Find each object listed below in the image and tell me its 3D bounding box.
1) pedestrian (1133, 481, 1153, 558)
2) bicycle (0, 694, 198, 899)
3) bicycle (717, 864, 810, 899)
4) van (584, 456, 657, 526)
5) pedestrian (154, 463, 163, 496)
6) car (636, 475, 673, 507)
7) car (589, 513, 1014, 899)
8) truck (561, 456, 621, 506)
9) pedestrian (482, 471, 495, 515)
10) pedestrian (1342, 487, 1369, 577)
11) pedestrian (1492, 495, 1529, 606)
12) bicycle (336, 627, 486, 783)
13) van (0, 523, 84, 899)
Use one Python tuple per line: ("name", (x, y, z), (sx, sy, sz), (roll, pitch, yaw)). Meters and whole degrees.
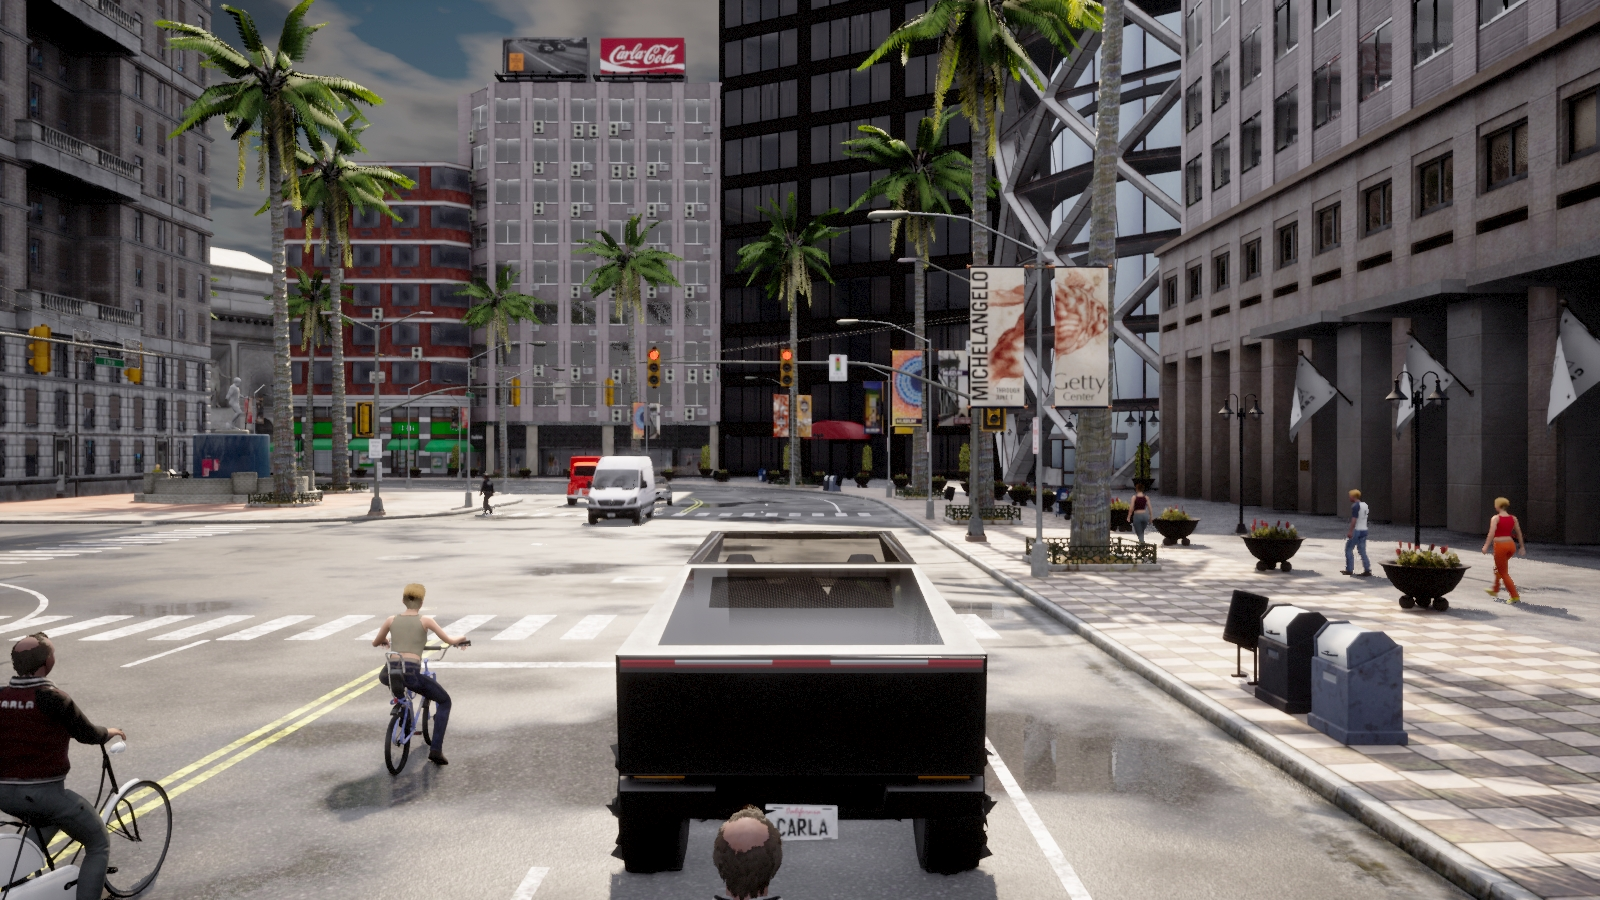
("pedestrian", (8.401, 1.698, 27.983), (0.375, 1.860, 0.375), (0, 0, -1))
("bicycle", (-4.243, 2.210, 6.662), (0.329, 1.171, 1.835), (0, 0, 6))
("bicycle", (-0.147, 2.210, 3.549), (0.329, 1.171, 1.835), (0, 0, 1))
("van", (-7.001, 1.534, 45.131), (1.988, 2.561, 5.915), (0, 0, 0))
("pedestrian", (-36.995, 1.696, 65.862), (0.375, 1.860, 0.375), (0, 0, -17))
("car", (-7.460, 2.065, 58.811), (1.816, 1.474, 4.193), (0, 0, -7))
("car", (0.011, 1.753, 9.550), (2.390, 2.098, 6.274), (0, 0, 0))
("truck", (-10.821, 1.568, 59.475), (2.627, 2.467, 5.204), (0, 0, -5))
("pedestrian", (-13.459, 1.849, 49.333), (0.375, 1.860, 0.375), (0, 0, 39))
("pedestrian", (11.596, 1.701, 23.865), (0.375, 1.860, 0.375), (0, 0, -34))
("pedestrian", (12.149, 1.704, 19.539), (0.375, 1.860, 0.375), (0, 0, -6))
("bicycle", (-3.473, 2.256, 10.347), (0.859, 1.080, 1.487), (0, 0, 0))
("van", (-3.501, 1.534, 1.043), (1.988, 2.561, 5.915), (0, 0, 0))
